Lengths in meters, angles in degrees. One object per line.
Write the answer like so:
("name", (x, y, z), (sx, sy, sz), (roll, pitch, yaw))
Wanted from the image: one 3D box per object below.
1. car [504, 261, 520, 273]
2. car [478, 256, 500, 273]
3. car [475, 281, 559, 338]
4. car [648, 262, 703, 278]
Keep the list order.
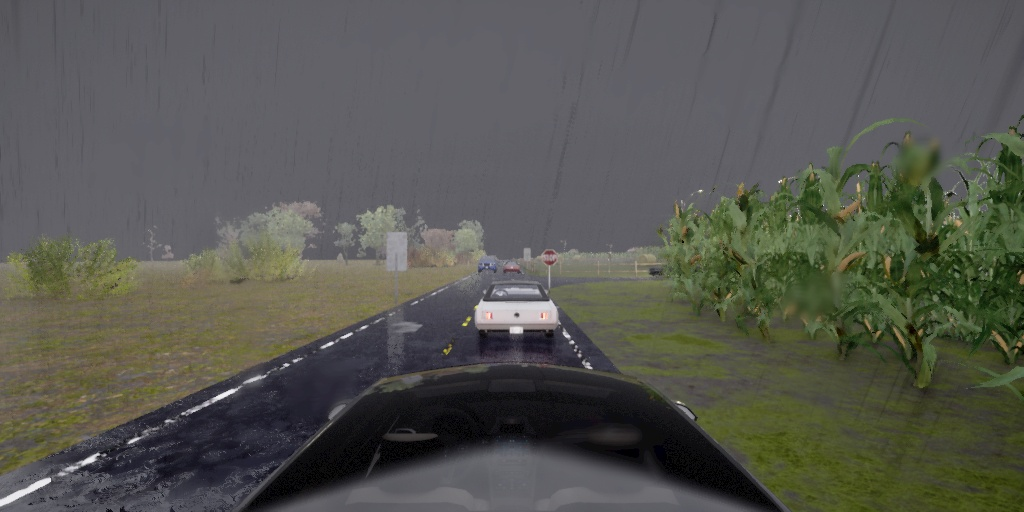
("car", (-0.038, 1.326, 44.930), (1.994, 1.385, 4.181), (0, 0, -1))
("car", (-2.964, 0.983, 44.270), (2.150, 2.045, 5.566), (0, 0, -1))
("car", (0.103, 1.350, 10.145), (1.895, 1.301, 4.718), (0, 0, 0))
("car", (14.451, 1.099, 31.157), (5.008, 1.535, 1.882), (0, -1, -1))
